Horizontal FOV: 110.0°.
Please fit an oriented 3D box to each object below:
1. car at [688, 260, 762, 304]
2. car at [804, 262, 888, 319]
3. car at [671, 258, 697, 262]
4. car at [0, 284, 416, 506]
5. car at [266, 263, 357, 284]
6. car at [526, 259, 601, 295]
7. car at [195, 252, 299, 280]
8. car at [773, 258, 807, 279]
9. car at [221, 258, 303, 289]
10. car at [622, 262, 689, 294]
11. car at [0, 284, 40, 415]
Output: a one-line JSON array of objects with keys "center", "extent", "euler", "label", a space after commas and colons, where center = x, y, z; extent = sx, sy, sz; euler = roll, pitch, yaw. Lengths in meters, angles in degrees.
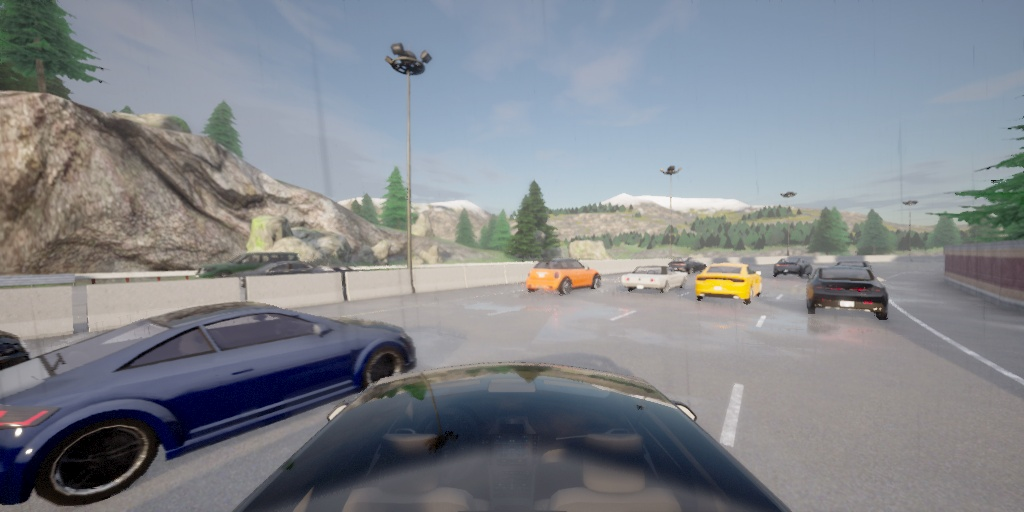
[{"center": [9.428, 1.057, 15.476], "extent": [1.882, 1.535, 5.008], "euler": [0, 1, 41], "label": "car"}, {"center": [11.296, 1.114, 12.277], "extent": [1.837, 1.490, 4.892], "euler": [0, 1, 40], "label": "car"}, {"center": [15.474, 0.882, 31.696], "extent": [4.902, 1.511, 2.128], "euler": [-1, 1, -43], "label": "car"}, {"center": [-3.305, 1.291, 4.584], "extent": [1.994, 1.385, 4.181], "euler": [0, 1, 34], "label": "car"}, {"center": [-10.126, 1.186, 19.464], "extent": [1.895, 1.301, 4.718], "euler": [0, 1, 37], "label": "car"}, {"center": [2.758, 0.917, 18.413], "extent": [2.097, 1.767, 4.553], "euler": [0, 1, 40], "label": "car"}, {"center": [-16.381, 0.787, 22.767], "extent": [2.150, 2.045, 5.566], "euler": [0, 1, 37], "label": "car"}, {"center": [22.361, 0.899, 28.493], "extent": [4.902, 1.511, 2.128], "euler": [-1, 1, -42], "label": "car"}, {"center": [-13.427, 1.084, 20.840], "extent": [1.837, 1.490, 4.892], "euler": [0, 1, 37], "label": "car"}, {"center": [7.567, 1.151, 18.692], "extent": [1.895, 1.301, 4.718], "euler": [0, 1, 41], "label": "car"}, {"center": [-8.399, 1.247, 3.184], "extent": [2.128, 1.511, 4.902], "euler": [0, 1, 32], "label": "car"}]
